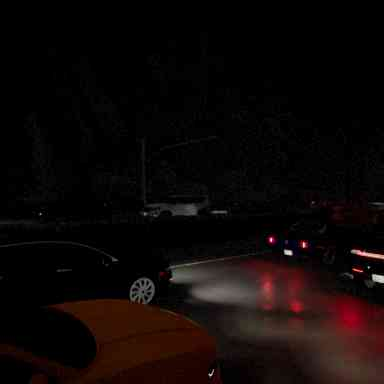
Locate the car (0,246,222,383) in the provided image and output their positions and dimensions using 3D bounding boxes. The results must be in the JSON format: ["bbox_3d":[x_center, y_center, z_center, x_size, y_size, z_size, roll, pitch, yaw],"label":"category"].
[{"bbox_3d":[-2.002,1.477,2.296,5.008,1.535,1.882,0,0,-36],"label":"car"}]

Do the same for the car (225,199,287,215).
[{"bbox_3d":[4.937,1.525,24.997,5.357,1.411,2.033,0,0,-36],"label":"car"}]

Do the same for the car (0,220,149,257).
[{"bbox_3d":[-2.653,1.505,6.152,4.892,1.490,1.837,0,0,-36],"label":"car"}]

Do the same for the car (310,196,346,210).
[{"bbox_3d":[15.169,1.250,36.915,4.553,1.767,2.097,0,0,-36],"label":"car"}]

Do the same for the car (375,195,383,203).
[{"bbox_3d":[34.817,1.291,60.023,4.181,1.385,1.994,0,0,-36],"label":"car"}]

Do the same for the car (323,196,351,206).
[{"bbox_3d":[22.214,1.348,50.819,4.674,1.442,1.812,0,0,-36],"label":"car"}]

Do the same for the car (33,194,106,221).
[{"bbox_3d":[-9.856,1.218,27.141,5.566,2.045,2.150,0,0,-36],"label":"car"}]

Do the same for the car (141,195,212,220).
[{"bbox_3d":[-1.053,1.212,24.921,5.566,2.045,2.150,0,0,-36],"label":"car"}]

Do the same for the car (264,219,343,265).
[{"bbox_3d":[4.787,1.591,11.626,4.718,1.301,1.895,0,0,-36],"label":"car"}]

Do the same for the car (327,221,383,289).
[{"bbox_3d":[5.646,1.483,7.920,4.902,1.511,2.128,0,0,-36],"label":"car"}]

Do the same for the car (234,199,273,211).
[{"bbox_3d":[7.385,1.522,39.867,4.718,1.301,1.895,0,0,-36],"label":"car"}]
